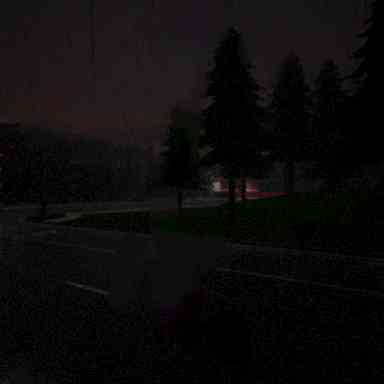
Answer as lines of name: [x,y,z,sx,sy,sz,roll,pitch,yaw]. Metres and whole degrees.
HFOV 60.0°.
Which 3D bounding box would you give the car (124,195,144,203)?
car: [-12.115,1.462,69.655,1.812,1.442,4.674,0,0,35]
